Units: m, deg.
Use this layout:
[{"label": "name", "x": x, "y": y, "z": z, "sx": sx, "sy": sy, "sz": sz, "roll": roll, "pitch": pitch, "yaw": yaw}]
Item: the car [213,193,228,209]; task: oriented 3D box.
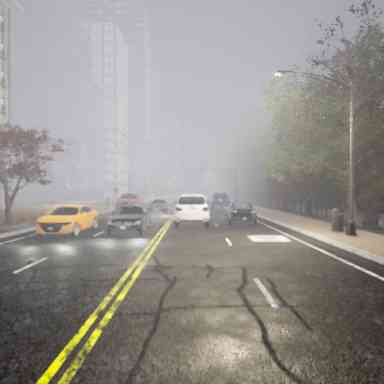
[{"label": "car", "x": 3.325, "y": 1.095, "z": 41.099, "sx": 2.150, "sy": 2.045, "sz": 5.566, "roll": 0, "pitch": 0, "yaw": 0}]

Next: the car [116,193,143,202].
[{"label": "car", "x": -6.519, "y": 1.118, "z": 35.097, "sx": 2.150, "sy": 2.045, "sz": 5.566, "roll": 0, "pitch": 0, "yaw": 0}]

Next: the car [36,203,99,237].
[{"label": "car", "x": -6.567, "y": 1.420, "z": 18.011, "sx": 1.882, "sy": 1.535, "sz": 5.008, "roll": 0, "pitch": 0, "yaw": 1}]

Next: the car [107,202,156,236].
[{"label": "car", "x": -3.314, "y": 1.467, "z": 18.310, "sx": 1.812, "sy": 1.442, "sz": 4.674, "roll": 0, "pitch": 0, "yaw": 0}]

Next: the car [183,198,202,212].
[{"label": "car", "x": 0.066, "y": 1.428, "z": 38.892, "sx": 2.033, "sy": 1.411, "sz": 5.357, "roll": 0, "pitch": 0, "yaw": 0}]

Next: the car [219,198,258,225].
[{"label": "car", "x": 3.275, "y": 1.419, "z": 23.013, "sx": 2.128, "sy": 1.511, "sz": 4.902, "roll": 0, "pitch": 0, "yaw": 0}]

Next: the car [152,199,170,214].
[{"label": "car", "x": -3.284, "y": 1.421, "z": 33.434, "sx": 1.812, "sy": 1.442, "sz": 4.674, "roll": 0, "pitch": 0, "yaw": 0}]

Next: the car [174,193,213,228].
[{"label": "car", "x": 0.012, "y": 1.153, "z": 21.893, "sx": 2.150, "sy": 2.045, "sz": 5.566, "roll": 0, "pitch": 0, "yaw": 1}]
